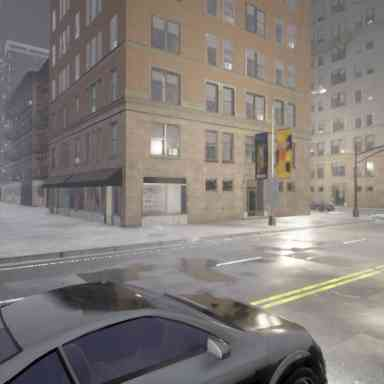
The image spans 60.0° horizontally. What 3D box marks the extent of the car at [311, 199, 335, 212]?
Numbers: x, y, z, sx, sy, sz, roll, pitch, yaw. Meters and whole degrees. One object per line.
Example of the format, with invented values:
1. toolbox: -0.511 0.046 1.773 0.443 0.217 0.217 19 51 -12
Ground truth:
1. car: 14.094 1.552 38.155 1.994 1.385 4.181 0 0 -36

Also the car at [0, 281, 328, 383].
1. car: -0.639 1.564 2.973 4.181 1.385 1.994 0 0 -37
